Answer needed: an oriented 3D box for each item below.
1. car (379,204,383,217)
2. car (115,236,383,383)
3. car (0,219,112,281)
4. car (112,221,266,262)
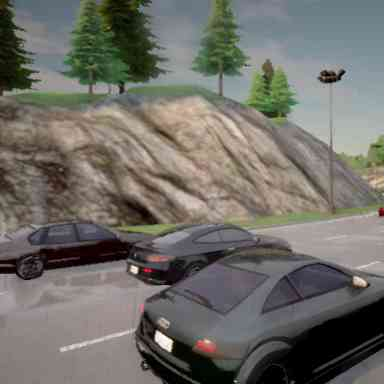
[{"bbox_3d":[16.927,1.292,27.454,1.994,1.385,4.181,0,1,43],"label":"car"},{"bbox_3d":[1.321,1.530,4.700,4.181,1.385,1.994,-1,0,-36],"label":"car"},{"bbox_3d":[-3.498,1.522,9.855,5.357,1.411,2.033,-1,0,-36],"label":"car"},{"bbox_3d":[0.607,1.477,8.504,4.674,1.442,1.812,-1,0,-36],"label":"car"}]
